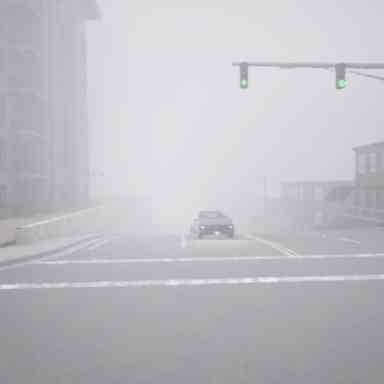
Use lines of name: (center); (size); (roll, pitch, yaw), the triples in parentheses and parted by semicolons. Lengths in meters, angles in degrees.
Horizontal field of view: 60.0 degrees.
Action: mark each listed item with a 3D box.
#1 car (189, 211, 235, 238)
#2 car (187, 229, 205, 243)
car: (1.096, 1.737, 18.534); (2.033, 1.411, 5.357); (-1, -3, -2)
car: (0.394, 5.098, 38.354); (1.895, 1.301, 4.718); (-1, -11, -2)
